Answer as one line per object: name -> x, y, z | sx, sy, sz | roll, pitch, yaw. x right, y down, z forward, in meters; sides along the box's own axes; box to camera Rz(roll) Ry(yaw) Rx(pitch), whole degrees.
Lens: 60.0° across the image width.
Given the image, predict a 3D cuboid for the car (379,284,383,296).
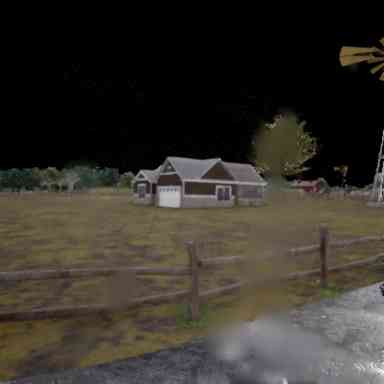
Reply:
car -> 6.269, 1.553, 7.188 | 5.357, 1.411, 2.033 | 0, 0, -34
